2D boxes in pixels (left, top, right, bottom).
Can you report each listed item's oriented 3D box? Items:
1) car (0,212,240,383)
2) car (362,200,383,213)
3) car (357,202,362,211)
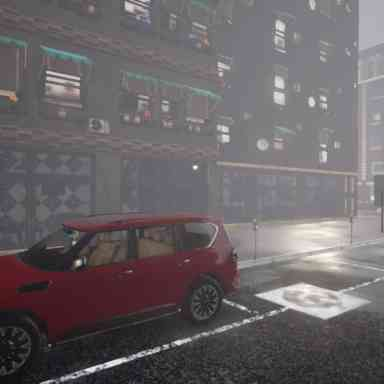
[{"bbox_3d":[-1.419,1.316,5.546,5.009,1.841,2.192,0,1,-36],"label":"car"},{"bbox_3d":[20.073,1.548,37.345,1.887,1.381,4.507,1,0,-36],"label":"car"},{"bbox_3d":[13.277,1.223,32.448,2.192,1.841,5.009,1,0,-36],"label":"car"}]
